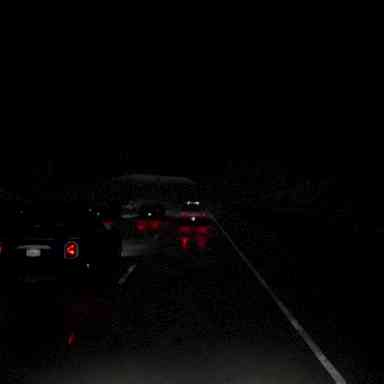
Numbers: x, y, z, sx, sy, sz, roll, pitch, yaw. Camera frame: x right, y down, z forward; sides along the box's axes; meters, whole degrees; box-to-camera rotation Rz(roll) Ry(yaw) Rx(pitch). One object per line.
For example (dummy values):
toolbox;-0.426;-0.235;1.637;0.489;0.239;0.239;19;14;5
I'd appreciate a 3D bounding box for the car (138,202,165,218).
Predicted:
car;-3.402;1.508;29.058;1.895;1.301;4.718;0;0;0

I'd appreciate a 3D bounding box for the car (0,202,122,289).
car;-3.401;1.319;9.257;2.097;1.767;4.553;0;0;0

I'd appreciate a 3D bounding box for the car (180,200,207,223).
car;0.098;1.516;24.625;1.895;1.301;4.718;0;0;0

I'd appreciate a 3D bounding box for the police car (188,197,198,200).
police car;0.094;1.462;41.275;2.038;1.542;4.974;0;-1;0
